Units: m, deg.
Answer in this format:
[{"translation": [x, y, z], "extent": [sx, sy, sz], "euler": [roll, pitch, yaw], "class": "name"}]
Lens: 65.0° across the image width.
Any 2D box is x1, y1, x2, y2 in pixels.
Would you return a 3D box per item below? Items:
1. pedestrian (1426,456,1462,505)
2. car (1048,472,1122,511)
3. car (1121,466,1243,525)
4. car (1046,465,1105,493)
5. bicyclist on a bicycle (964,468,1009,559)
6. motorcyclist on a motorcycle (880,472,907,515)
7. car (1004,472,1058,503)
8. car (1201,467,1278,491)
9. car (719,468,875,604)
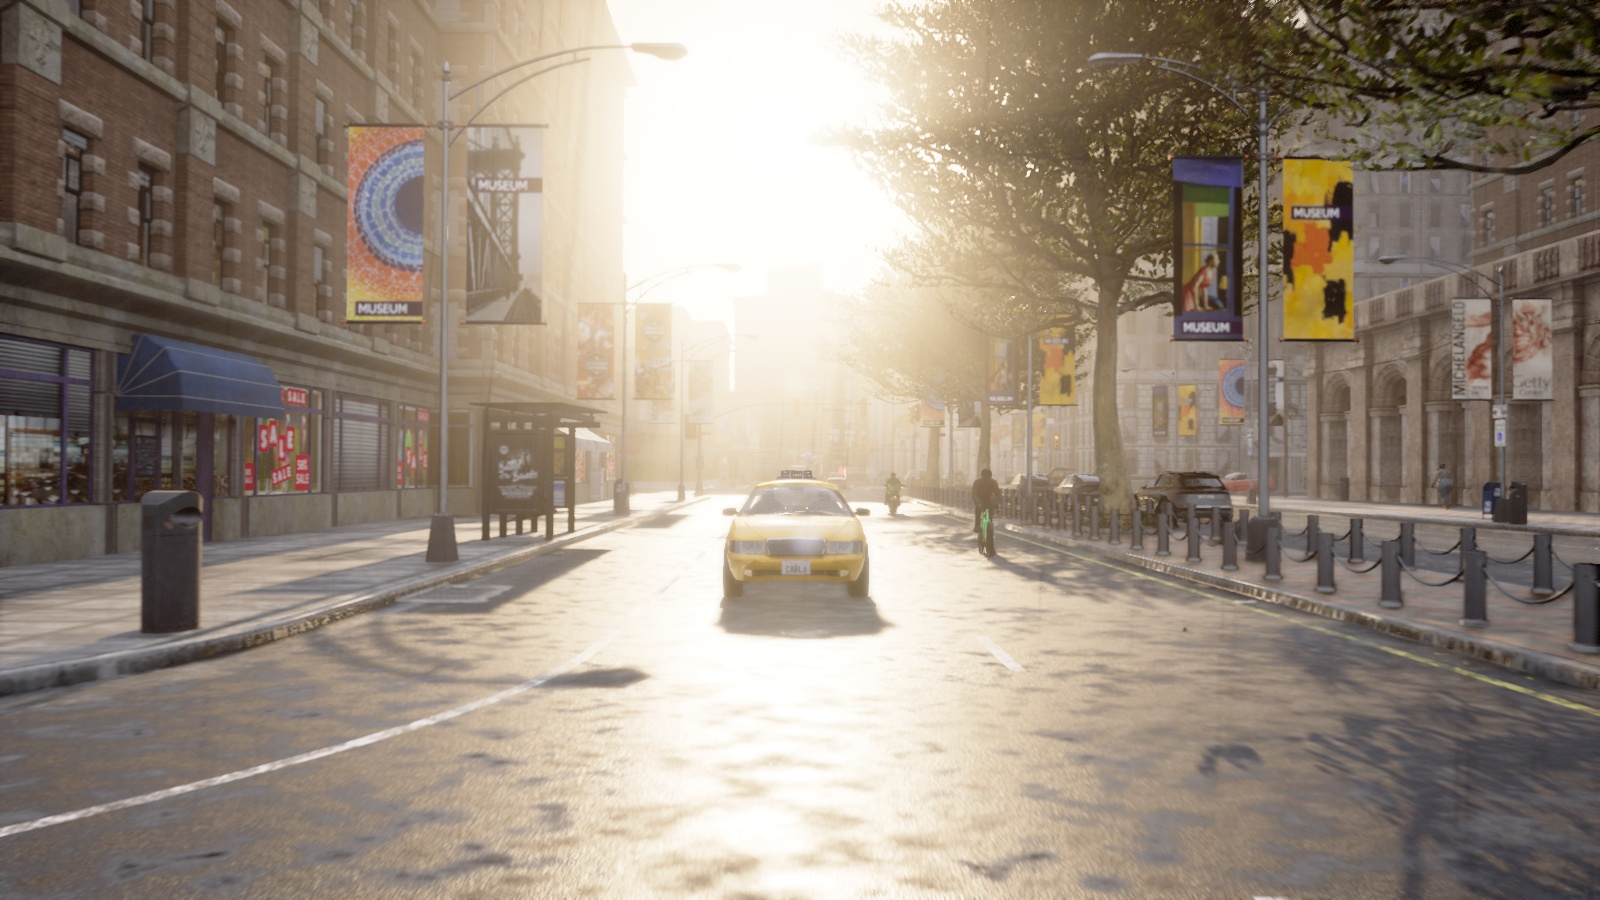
[{"translation": [24.926, 1.186, 48.620], "extent": [0.874, 1.855, 0.900], "euler": [0, -1, 0], "class": "pedestrian"}, {"translation": [11.377, 1.619, 50.460], "extent": [1.837, 1.490, 4.892], "euler": [0, -1, 0], "class": "car"}, {"translation": [11.419, 1.334, 37.913], "extent": [2.033, 1.649, 4.856], "euler": [0, -1, -2], "class": "car"}, {"translation": [18.646, 1.962, 85.187], "extent": [3.866, 1.878, 1.905], "euler": [0, -1, 12], "class": "car"}, {"translation": [3.443, 1.144, 23.305], "extent": [0.582, 1.620, 1.656], "euler": [0, -1, 0], "class": "bicyclist on a bicycle"}, {"translation": [3.389, 1.545, 45.529], "extent": [0.797, 1.523, 2.044], "euler": [0, -1, 0], "class": "motorcyclist on a motorcycle"}, {"translation": [11.278, 1.805, 61.552], "extent": [1.837, 1.490, 4.892], "euler": [0, -1, 1], "class": "car"}, {"translation": [30.919, 2.017, 88.438], "extent": [4.611, 1.667, 2.242], "euler": [0, -1, 0], "class": "car"}, {"translation": [-0.043, 1.043, 17.275], "extent": [1.801, 1.575, 5.366], "euler": [0, -1, 0], "class": "car"}]
